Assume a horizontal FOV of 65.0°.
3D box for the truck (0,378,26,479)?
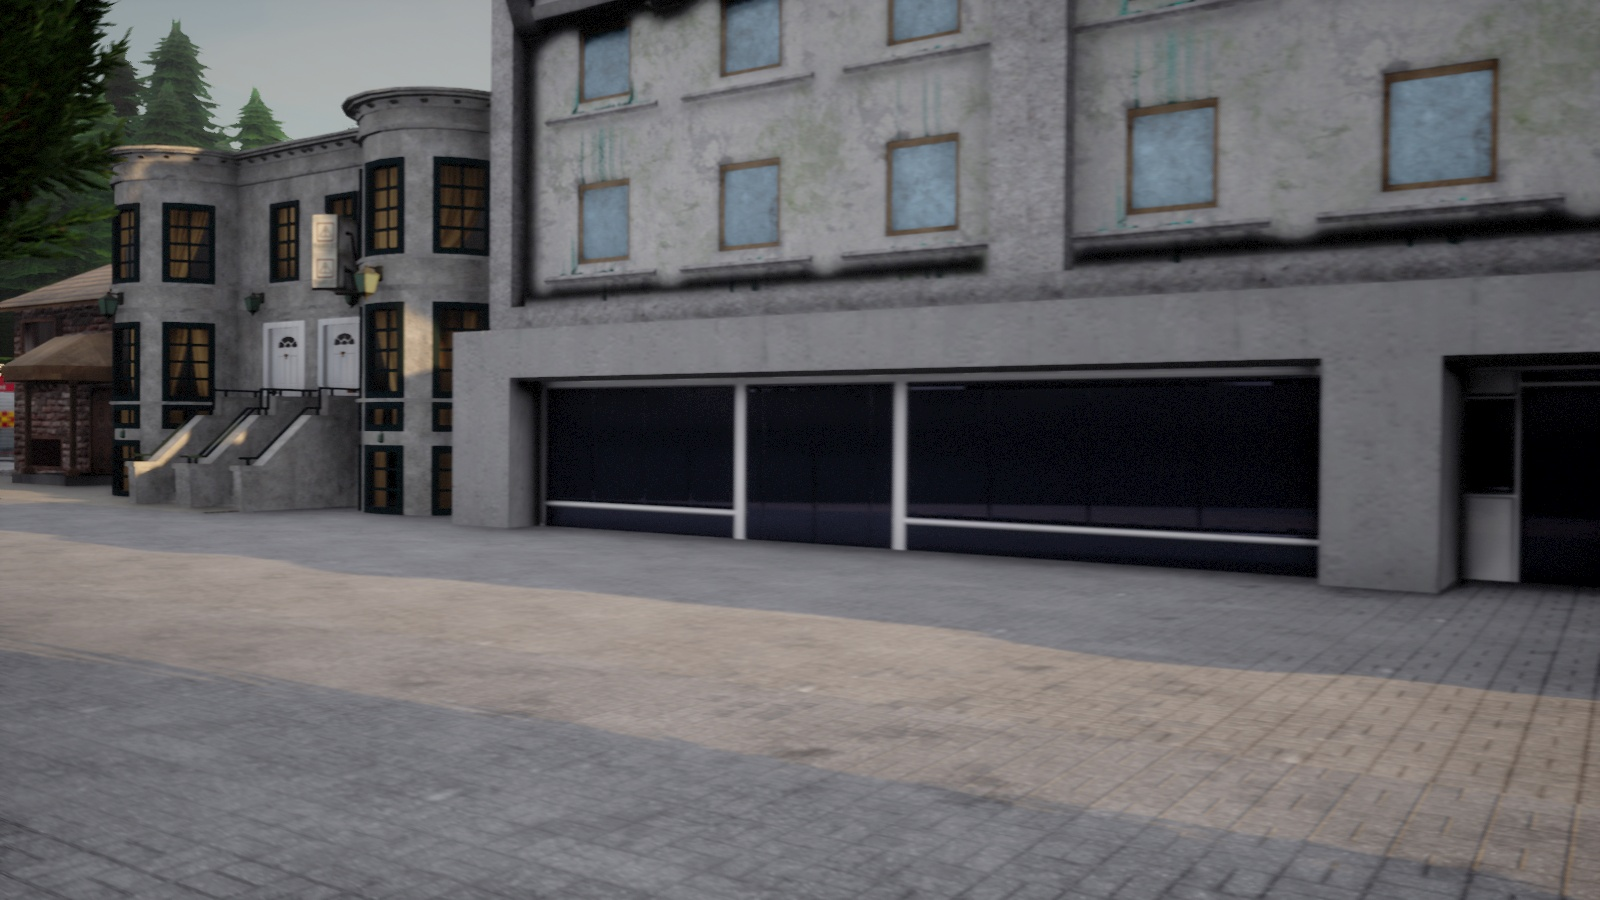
[{"bbox_3d":[-33.278,-0.754,45.419,2.891,3.827,8.468,0,1,34],"label":"truck"}]
